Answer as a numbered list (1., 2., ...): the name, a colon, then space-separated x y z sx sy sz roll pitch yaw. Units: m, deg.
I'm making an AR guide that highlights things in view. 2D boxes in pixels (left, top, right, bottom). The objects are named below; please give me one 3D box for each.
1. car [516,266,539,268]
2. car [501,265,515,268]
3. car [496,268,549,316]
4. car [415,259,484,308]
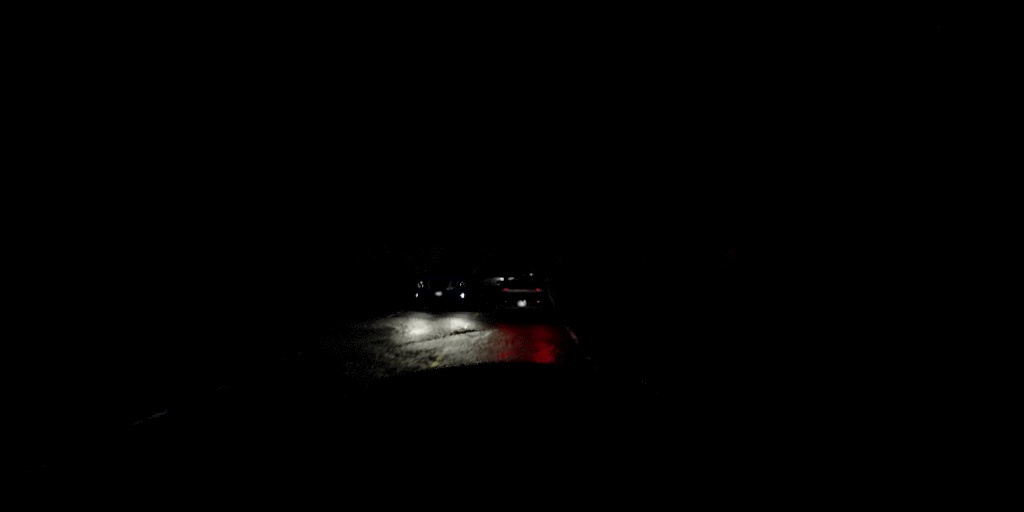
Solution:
1. car: 1.874 1.644 32.886 2.033 1.411 5.357 0 -1 6
2. car: -0.266 1.739 40.554 1.994 1.385 4.181 0 -1 8
3. car: 0.432 1.380 14.146 2.128 1.511 4.902 0 -1 3
4. car: -2.669 1.131 16.611 2.150 2.045 5.566 0 -1 4
